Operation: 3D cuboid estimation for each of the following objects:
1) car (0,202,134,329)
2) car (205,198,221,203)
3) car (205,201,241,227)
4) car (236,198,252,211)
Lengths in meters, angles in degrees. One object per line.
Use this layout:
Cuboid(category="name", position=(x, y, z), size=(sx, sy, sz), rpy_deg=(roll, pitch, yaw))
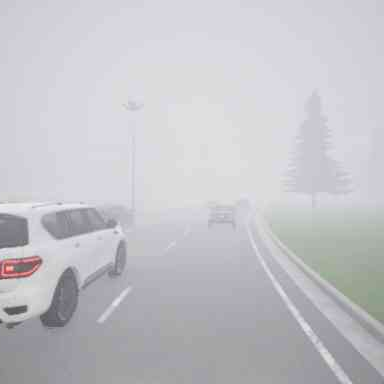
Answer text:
Cuboid(category="car", position=(-3.051, 1.222, 7.174), size=(2.150, 2.045, 5.566), rpy_deg=(0, 0, 3))
Cuboid(category="car", position=(2.927, 1.517, 42.798), size=(1.882, 1.535, 5.008), rpy_deg=(0, 0, 13))
Cuboid(category="car", position=(2.203, 1.570, 23.111), size=(2.033, 1.411, 5.357), rpy_deg=(0, 0, 9))
Cuboid(category="car", position=(6.505, 1.550, 42.713), size=(1.837, 1.490, 4.892), rpy_deg=(0, 0, 13))
